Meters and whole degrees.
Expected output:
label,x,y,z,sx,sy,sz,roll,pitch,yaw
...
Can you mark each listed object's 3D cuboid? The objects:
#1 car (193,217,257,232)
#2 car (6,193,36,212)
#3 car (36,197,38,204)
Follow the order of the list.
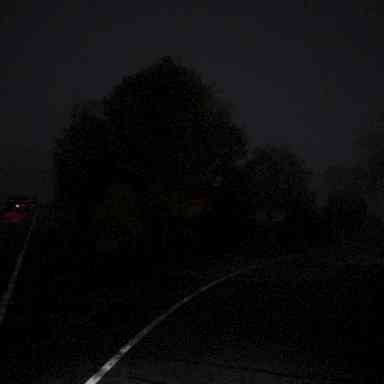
label,x,y,z,sx,sy,sz,roll,pitch,yaw
car,2.405,2.088,24.259,4.718,1.301,1.895,5,-6,11
car,-15.268,0.887,29.509,1.837,1.490,4.892,4,-1,-24
car,-22.873,1.011,46.954,1.895,1.301,4.718,4,-2,-23
